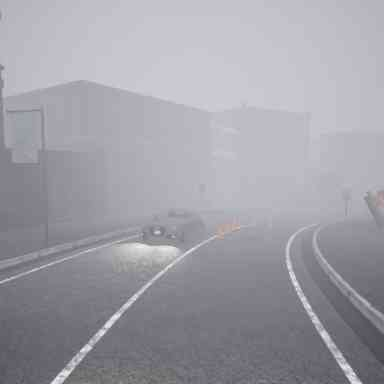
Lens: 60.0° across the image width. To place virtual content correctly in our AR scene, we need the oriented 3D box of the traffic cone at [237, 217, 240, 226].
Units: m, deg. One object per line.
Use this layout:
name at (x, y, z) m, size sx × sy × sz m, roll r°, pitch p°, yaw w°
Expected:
traffic cone at (2.539, 1.909, 20.015) m, size 0.340 × 0.580 × 0.340 m, roll 2°, pitch 1°, yaw 17°

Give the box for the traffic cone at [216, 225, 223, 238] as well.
traffic cone at (1.352, 1.914, 16.195) m, size 0.340 × 0.580 × 0.340 m, roll 2°, pitch 1°, yaw 17°

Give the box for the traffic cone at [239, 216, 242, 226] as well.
traffic cone at (3.133, 1.905, 21.924) m, size 0.340 × 0.580 × 0.340 m, roll 2°, pitch 1°, yaw 17°

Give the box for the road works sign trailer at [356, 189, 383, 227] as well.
road works sign trailer at (11.350, 1.181, 20.515) m, size 2.880 × 2.380 × 3.560 m, roll -29°, pitch -18°, yaw 31°

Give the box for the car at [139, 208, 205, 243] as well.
car at (-0.788, 1.477, 15.619) m, size 1.994 × 1.385 × 4.181 m, roll 1°, pitch 1°, yaw 19°

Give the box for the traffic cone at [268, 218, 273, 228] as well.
traffic cone at (5.033, 1.978, 21.330) m, size 0.340 × 0.580 × 0.340 m, roll 2°, pitch 1°, yaw 17°

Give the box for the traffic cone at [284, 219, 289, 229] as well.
traffic cone at (5.984, 2.014, 21.035) m, size 0.340 × 0.580 × 0.340 m, roll 2°, pitch 1°, yaw 17°
